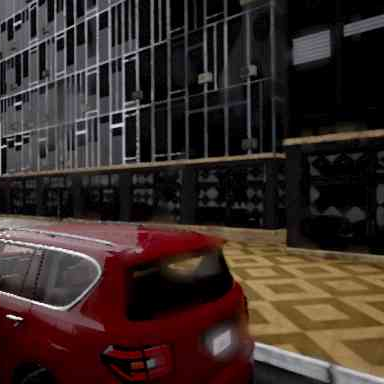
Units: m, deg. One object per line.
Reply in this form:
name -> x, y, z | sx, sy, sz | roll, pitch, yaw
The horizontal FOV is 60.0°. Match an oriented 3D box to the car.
car -> -1.701, 1.298, 4.107 | 5.009, 1.841, 2.192 | 0, -1, 36
